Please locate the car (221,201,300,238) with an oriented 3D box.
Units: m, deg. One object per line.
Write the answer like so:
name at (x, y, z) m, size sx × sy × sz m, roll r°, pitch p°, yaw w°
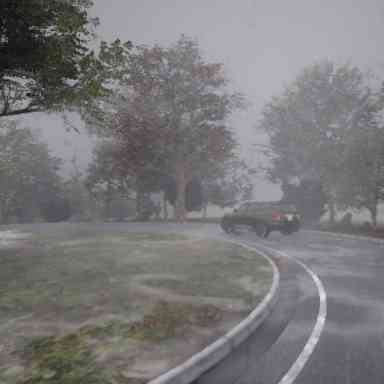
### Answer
car at (4.021, 1.602, 20.395) m, size 2.150 × 2.045 × 5.566 m, roll 1°, pitch -2°, yaw -29°
